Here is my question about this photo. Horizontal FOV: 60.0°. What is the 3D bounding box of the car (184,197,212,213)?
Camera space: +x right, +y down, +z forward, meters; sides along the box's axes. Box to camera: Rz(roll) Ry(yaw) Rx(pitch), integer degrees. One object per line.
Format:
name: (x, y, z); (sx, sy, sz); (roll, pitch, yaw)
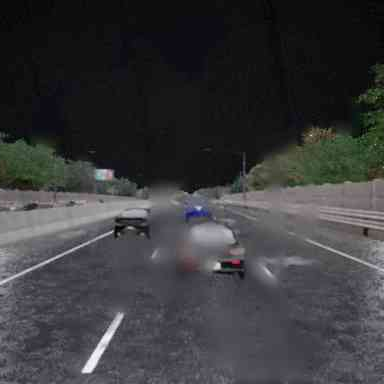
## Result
car: (0.534, 1.441, 28.818); (2.150, 2.045, 5.566); (0, 0, 0)

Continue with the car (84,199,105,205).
car: (-13.628, 1.768, 46.752); (2.097, 1.767, 4.553); (0, -1, 0)

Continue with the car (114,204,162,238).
car: (-2.972, 1.613, 18.474); (1.882, 1.535, 5.008); (0, 0, 0)

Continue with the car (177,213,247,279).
car: (0.523, 1.596, 10.143); (1.812, 1.442, 4.674); (0, 0, 0)

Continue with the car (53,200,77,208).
car: (-17.129, 1.900, 45.209); (1.837, 1.490, 4.892); (0, -1, 0)

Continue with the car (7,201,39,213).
car: (-20.640, 1.826, 40.787); (2.128, 1.511, 4.902); (0, -1, 0)

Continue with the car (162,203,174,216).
car: (-2.962, 1.894, 36.703); (1.895, 1.301, 4.718); (0, -1, 0)
